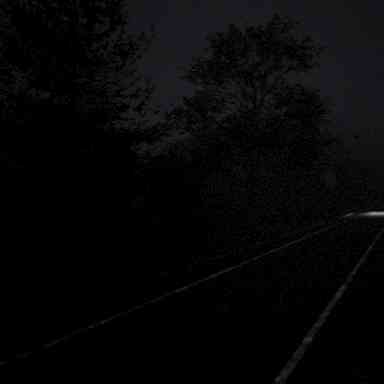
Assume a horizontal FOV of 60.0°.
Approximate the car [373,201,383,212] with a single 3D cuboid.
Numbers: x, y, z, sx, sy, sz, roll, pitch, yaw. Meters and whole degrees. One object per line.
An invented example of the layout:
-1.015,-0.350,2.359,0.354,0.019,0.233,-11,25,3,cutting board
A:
28.042,2.135,49.176,2.128,1.511,4.902,-2,-2,33,car
